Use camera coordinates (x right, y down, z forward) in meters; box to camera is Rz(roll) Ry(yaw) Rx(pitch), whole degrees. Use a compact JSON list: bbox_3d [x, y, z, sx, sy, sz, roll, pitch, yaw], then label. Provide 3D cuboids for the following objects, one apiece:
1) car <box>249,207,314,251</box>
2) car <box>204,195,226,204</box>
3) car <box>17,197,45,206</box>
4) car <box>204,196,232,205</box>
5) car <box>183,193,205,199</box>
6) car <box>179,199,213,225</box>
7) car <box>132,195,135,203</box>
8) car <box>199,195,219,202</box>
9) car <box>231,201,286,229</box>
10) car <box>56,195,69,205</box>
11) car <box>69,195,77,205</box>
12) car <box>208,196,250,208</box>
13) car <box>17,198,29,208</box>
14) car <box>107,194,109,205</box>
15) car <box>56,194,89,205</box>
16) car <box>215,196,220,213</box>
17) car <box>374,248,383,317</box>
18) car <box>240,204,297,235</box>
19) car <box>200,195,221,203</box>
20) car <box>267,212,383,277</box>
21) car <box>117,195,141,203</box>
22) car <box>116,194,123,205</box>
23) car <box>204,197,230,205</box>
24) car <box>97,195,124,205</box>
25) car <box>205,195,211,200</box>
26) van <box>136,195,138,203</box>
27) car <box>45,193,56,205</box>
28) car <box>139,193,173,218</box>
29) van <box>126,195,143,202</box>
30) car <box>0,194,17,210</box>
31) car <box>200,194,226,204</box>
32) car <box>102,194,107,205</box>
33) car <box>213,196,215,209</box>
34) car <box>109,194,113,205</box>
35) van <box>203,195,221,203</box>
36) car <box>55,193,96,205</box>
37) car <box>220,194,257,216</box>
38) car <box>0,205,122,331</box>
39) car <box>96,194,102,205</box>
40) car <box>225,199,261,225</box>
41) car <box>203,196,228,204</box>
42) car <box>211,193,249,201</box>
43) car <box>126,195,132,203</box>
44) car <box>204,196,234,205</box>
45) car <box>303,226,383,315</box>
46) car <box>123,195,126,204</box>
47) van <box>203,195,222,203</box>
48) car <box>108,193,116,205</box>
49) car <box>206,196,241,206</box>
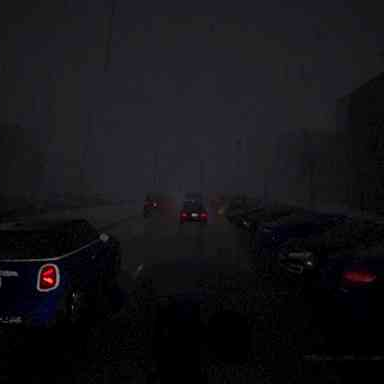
[{"bbox_3d":[4.708,1.420,11.356,5.008,1.535,2.097,0,0,0],"label":"car"},{"bbox_3d":[4.760,1.597,69.821,4.553,1.767,2.185,0,-1,0],"label":"car"},{"bbox_3d":[-15.727,1.390,28.517,4.792,1.488,2.163,0,0,0],"label":"car"},{"bbox_3d":[4.733,1.584,61.482,4.892,1.521,2.231,0,-1,0],"label":"car"},{"bbox_3d":[0.110,1.085,40.077,2.150,2.045,5.566,0,0,0],"label":"car"},{"bbox_3d":[0.106,1.442,22.804,2.033,1.411,5.357,0,0,0],"label":"car"},{"bbox_3d":[-15.956,1.767,72.616,5.366,1.575,1.946,0,-1,0],"label":"car"},{"bbox_3d":[4.802,1.804,94.833,5.566,2.045,2.435,0,-1,0],"label":"car"},{"bbox_3d":[4.708,1.397,17.039,4.892,1.521,2.231,0,0,0],"label":"car"},{"bbox_3d":[-15.701,1.349,34.033,5.008,1.535,2.097,0,0,0],"label":"car"},{"bbox_3d":[-15.709,1.388,36.787,4.674,1.452,2.002,0,0,0],"label":"car"},{"bbox_3d":[4.908,1.359,44.821,5.366,1.575,1.946,0,0,0],"label":"car"},{"bbox_3d":[-15.690,1.406,25.761,4.674,1.452,2.002,0,0,0],"label":"car"},{"bbox_3d":[-15.728,1.423,50.564,5.008,1.535,2.097,0,-1,0],"label":"car"},{"bbox_3d":[-15.530,1.346,39.545,5.366,1.575,1.946,0,0,0],"label":"car"},{"bbox_3d":[4.903,1.356,28.030,5.366,1.575,1.946,0,0,0],"label":"car"},{"bbox_3d":[4.740,1.491,3.144,4.792,1.488,2.163,0,0,0],"label":"car"},{"bbox_3d":[4.743,1.436,14.261,4.792,1.488,2.163,0,0,0],"label":"car"},{"bbox_3d":[4.777,1.710,86.497,5.566,2.045,2.435,0,-1,0],"label":"car"},{"bbox_3d":[4.719,1.434,8.577,4.892,1.521,2.231,0,0,0],"label":"car"},{"bbox_3d":[-15.760,1.673,83.651,5.566,2.045,2.435,0,-1,0],"label":"car"},{"bbox_3d":[-15.776,1.294,58.831,5.566,2.045,2.435,0,-1,0],"label":"car"},{"bbox_3d":[4.756,1.660,64.261,4.792,1.488,2.163,0,-1,0],"label":"car"},{"bbox_3d":[-15.726,1.511,64.343,4.553,1.767,2.185,0,-1,0],"label":"car"},{"bbox_3d":[4.693,1.096,42.044,5.566,2.045,2.435,0,0,0],"label":"car"},{"bbox_3d":[-15.663,1.625,78.134,4.442,1.987,1.878,0,-1,0],"label":"van"},{"bbox_3d":[-15.733,1.229,31.275,4.553,1.767,2.185,0,0,0],"label":"car"},{"bbox_3d":[-2.892,1.098,29.015,2.150,2.045,5.566,0,0,0],"label":"car"},{"bbox_3d":[-15.919,1.798,91.926,4.442,1.987,1.878,0,-1,0],"label":"van"},{"bbox_3d":[-15.717,1.121,23.002,5.566,2.045,2.435,0,0,0],"label":"car"},{"bbox_3d":[4.700,1.556,75.262,5.566,2.045,2.435,0,-1,0],"label":"car"},{"bbox_3d":[-15.701,1.146,47.809,5.566,2.045,2.435,0,-1,0],"label":"car"},{"bbox_3d":[4.724,1.353,30.810,4.892,1.521,2.231,0,0,0],"label":"car"},{"bbox_3d":[-15.768,1.491,53.315,4.792,1.488,2.163,0,-1,0],"label":"car"},{"bbox_3d":[4.854,1.662,80.814,4.442,1.987,1.878,0,-1,0],"label":"van"},{"bbox_3d":[-15.692,1.108,42.298,5.566,2.045,2.435,0,0,0],"label":"car"},{"bbox_3d":[4.689,1.242,25.368,4.553,1.767,2.185,0,0,0],"label":"car"},{"bbox_3d":[-2.898,1.313,6.951,2.097,1.767,4.553,0,0,0],"label":"car"},{"bbox_3d":[-15.696,1.121,45.056,5.566,2.045,2.435,0,0,0],"label":"car"},{"bbox_3d":[4.721,1.385,19.819,5.008,1.535,2.097,0,0,0],"label":"car"},{"bbox_3d":[4.722,1.677,67.041,5.008,1.535,2.097,0,-1,0],"label":"car"},{"bbox_3d":[4.688,1.215,36.490,4.553,1.767,2.185,0,0,0],"label":"car"},{"bbox_3d":[-15.951,1.724,69.856,5.366,1.575,1.946,0,-1,0],"label":"car"},{"bbox_3d":[4.731,1.533,58.579,5.008,1.535,2.097,0,-1,0],"label":"car"},{"bbox_3d":[4.709,1.486,5.923,4.674,1.452,2.002,0,0,0],"label":"car"},{"bbox_3d":[-15.724,1.340,61.588,5.566,2.045,2.435,0,-1,0],"label":"car"},{"bbox_3d":[4.849,1.624,78.161,4.442,1.987,1.878,0,-1,0],"label":"van"},{"bbox_3d":[-15.774,1.375,56.074,4.553,1.767,2.185,0,-1,0],"label":"car"},{"bbox_3d":[4.909,1.443,53.023,5.366,1.575,1.946,0,-1,0],"label":"car"}]
